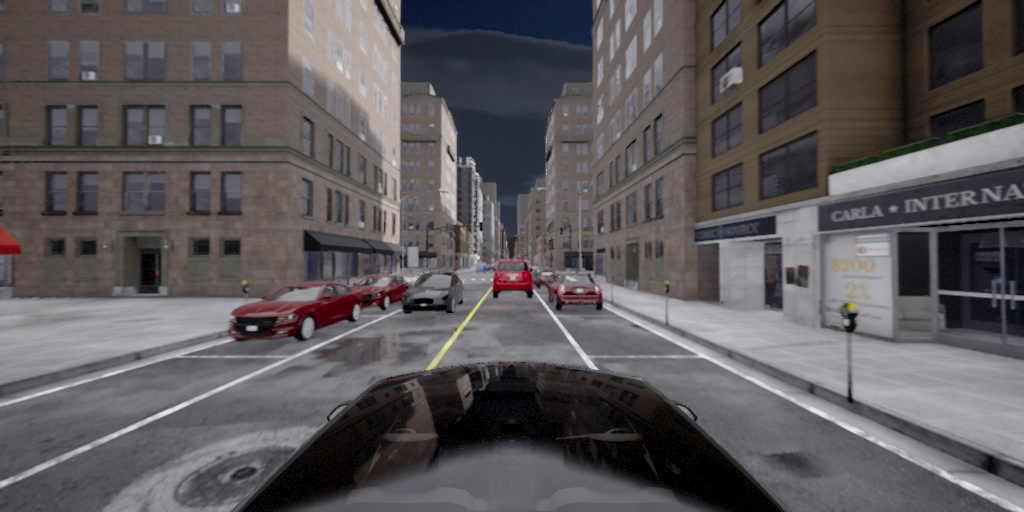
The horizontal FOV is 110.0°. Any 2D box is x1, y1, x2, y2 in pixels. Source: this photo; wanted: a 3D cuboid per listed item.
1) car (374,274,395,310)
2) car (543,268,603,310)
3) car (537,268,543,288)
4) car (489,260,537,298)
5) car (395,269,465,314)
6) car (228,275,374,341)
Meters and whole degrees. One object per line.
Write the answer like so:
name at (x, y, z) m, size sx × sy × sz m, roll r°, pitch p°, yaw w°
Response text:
car at (-5.866, 1.503, 15.913) m, size 1.888 × 1.381 × 4.507 m, roll 0°, pitch 0°, yaw 0°
car at (2.660, 1.399, 15.927) m, size 1.967 × 1.591 × 4.097 m, roll 0°, pitch 0°, yaw 0°
car at (2.653, 1.707, 27.115) m, size 1.802 × 1.307 × 4.207 m, roll 0°, pitch 0°, yaw 0°
car at (0.046, 1.252, 20.802) m, size 2.150 × 2.045 × 5.566 m, roll 0°, pitch -1°, yaw 0°
car at (-3.107, 1.444, 14.974) m, size 1.837 × 1.490 × 4.892 m, roll 0°, pitch 0°, yaw 0°
car at (-5.862, 1.421, 10.318) m, size 1.888 × 1.381 × 4.507 m, roll 0°, pitch 0°, yaw 0°
